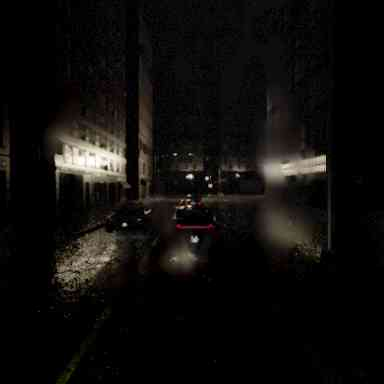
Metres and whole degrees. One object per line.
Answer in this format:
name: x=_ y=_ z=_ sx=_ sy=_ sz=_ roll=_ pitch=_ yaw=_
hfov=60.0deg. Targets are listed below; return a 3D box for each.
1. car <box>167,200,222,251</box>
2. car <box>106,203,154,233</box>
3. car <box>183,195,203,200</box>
car: x=0.082 y=1.280 z=12.960 sx=2.128 sy=1.511 sz=4.902 roll=0 pitch=1 yaw=0
car: x=-3.119 y=1.282 z=17.366 sx=1.994 sy=1.385 sz=4.181 roll=0 pitch=1 yaw=0
car: x=0.064 y=1.018 z=32.720 sx=2.033 sy=1.411 sz=5.357 roll=0 pitch=1 yaw=0
